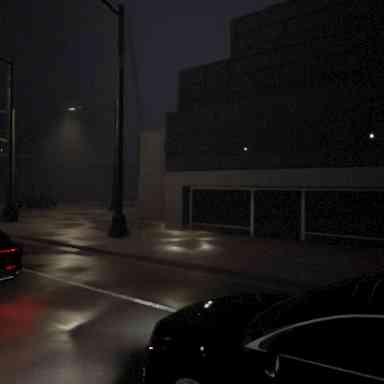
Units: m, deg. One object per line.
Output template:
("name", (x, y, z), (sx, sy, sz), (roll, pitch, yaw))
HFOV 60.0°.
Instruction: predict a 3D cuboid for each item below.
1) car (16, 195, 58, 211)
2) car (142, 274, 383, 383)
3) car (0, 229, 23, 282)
("car", (-16.547, 1.098, 34.748), (1.837, 1.490, 4.892), (1, 1, 36))
("car", (1.729, 1.504, 2.761), (4.892, 1.490, 1.837), (0, 0, 36))
("car", (-6.157, 1.428, 8.354), (4.892, 1.490, 1.837), (1, 1, 35))
